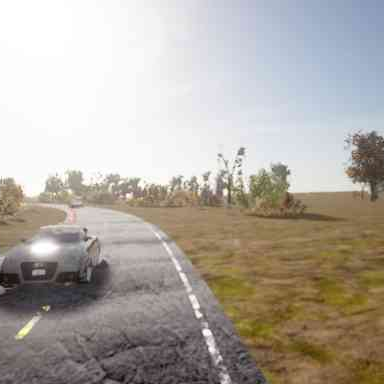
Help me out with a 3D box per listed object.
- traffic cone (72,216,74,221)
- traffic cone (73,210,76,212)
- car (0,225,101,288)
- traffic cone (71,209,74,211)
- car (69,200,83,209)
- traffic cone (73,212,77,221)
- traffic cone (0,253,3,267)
[{"bbox_3d":[-9.278,2.248,25.120,0.340,0.580,0.340,0,-1,-15],"label":"traffic cone"},{"bbox_3d":[-12.101,2.359,34.523,0.340,0.580,0.340,0,-1,-19],"label":"traffic cone"},{"bbox_3d":[-3.814,1.677,9.607,1.994,1.385,4.181,0,-1,-9],"label":"car"},{"bbox_3d":[-13.746,2.415,39.148,0.340,0.580,0.340,0,-1,-21],"label":"traffic cone"},{"bbox_3d":[-20.921,2.246,59.990,1.812,1.442,4.674,0,-1,-29],"label":"car"},{"bbox_3d":[-10.610,2.304,29.845,0.340,0.580,0.340,0,-1,-17],"label":"traffic cone"},{"bbox_3d":[-6.235,2.086,10.715,0.340,0.580,0.340,0,-1,-9],"label":"traffic cone"}]
